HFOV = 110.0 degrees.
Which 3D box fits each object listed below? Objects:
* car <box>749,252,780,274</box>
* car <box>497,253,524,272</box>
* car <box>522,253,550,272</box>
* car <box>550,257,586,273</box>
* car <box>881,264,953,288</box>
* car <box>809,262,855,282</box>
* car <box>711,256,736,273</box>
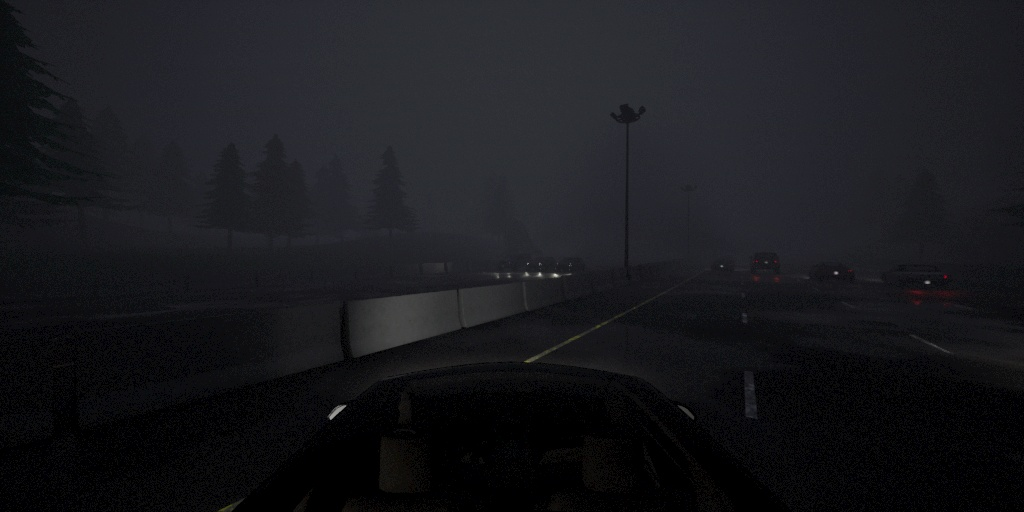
[{"bbox_3d":[24.399,0.624,34.650,2.150,2.045,5.566,0,1,32],"label":"car"},{"bbox_3d":[0.462,0.702,42.860,2.150,2.045,5.566,0,1,32],"label":"car"},{"bbox_3d":[3.446,0.857,41.030,2.097,1.767,4.553,0,1,32],"label":"car"},{"bbox_3d":[6.398,0.903,39.151,2.097,1.767,4.553,0,1,32],"label":"car"},{"bbox_3d":[24.757,1.168,22.182,1.895,1.301,4.718,0,1,32],"label":"car"},{"bbox_3d":[22.933,1.101,25.833,1.994,1.385,4.181,0,1,32],"label":"car"},{"bbox_3d":[21.819,0.952,37.119,1.994,1.385,4.181,0,1,33],"label":"car"}]
